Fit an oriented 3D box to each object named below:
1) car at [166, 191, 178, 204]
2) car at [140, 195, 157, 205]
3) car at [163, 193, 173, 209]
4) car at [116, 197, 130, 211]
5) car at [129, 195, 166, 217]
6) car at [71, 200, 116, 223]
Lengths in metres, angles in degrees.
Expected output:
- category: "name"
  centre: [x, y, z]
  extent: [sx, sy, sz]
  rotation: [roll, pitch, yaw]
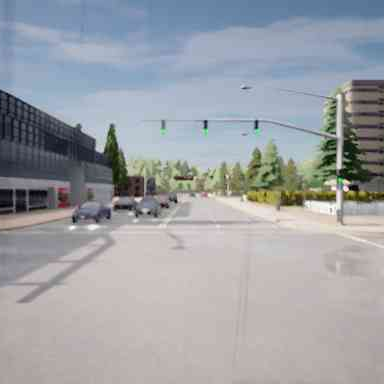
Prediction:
- category: "car"
  centre: [-3.572, 0.908, 56.205]
  extent: [2.150, 2.045, 5.566]
  rotation: [0, 0, 1]
- category: "car"
  centre: [-7.088, 1.247, 54.365]
  extent: [2.033, 1.411, 5.357]
  rotation: [0, 0, 1]
- category: "car"
  centre: [-3.676, 1.253, 40.466]
  extent: [1.882, 1.535, 5.008]
  rotation: [0, 1, 0]
- category: "car"
  centre: [-7.193, 1.278, 36.343]
  extent: [1.882, 1.535, 5.008]
  rotation: [0, 0, 0]
- category: "car"
  centre: [-3.715, 1.332, 28.797]
  extent: [2.128, 1.511, 4.902]
  rotation: [0, 0, 0]
- category: "car"
  centre: [-7.253, 1.392, 24.499]
  extent: [1.812, 1.442, 4.674]
  rotation: [0, 0, 1]
